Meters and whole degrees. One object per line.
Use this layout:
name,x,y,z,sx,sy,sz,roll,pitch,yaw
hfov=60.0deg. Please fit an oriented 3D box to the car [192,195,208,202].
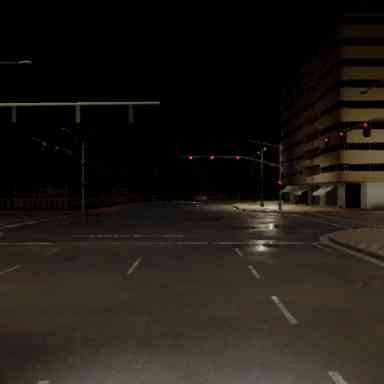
car,1.813,1.507,75.123,1.812,1.442,4.674,0,0,34
